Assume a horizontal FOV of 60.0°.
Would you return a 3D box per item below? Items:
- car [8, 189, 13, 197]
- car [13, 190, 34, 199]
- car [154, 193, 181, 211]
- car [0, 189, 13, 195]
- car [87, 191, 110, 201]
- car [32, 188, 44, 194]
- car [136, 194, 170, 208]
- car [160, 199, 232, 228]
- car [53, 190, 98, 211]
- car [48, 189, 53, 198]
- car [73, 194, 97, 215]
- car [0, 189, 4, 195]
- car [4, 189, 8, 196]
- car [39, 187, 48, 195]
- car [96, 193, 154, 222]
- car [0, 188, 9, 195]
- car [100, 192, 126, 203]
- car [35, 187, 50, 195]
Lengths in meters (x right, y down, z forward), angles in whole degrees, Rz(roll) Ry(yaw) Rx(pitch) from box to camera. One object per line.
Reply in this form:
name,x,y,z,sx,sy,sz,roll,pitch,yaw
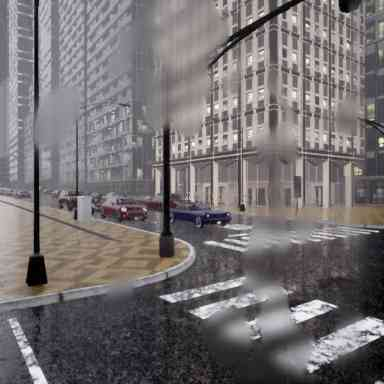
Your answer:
car,-30.529,0.321,58.515,2.008,1.369,4.403,1,0,-36
car,-27.287,0.422,53.981,1.887,1.381,4.507,1,0,-36
car,-2.552,0.883,29.323,2.097,1.767,4.553,0,1,-36
car,-40.258,0.015,72.117,1.947,1.339,4.313,1,0,-36
car,-14.026,0.643,49.845,1.947,1.339,4.313,1,0,-36
car,-39.976,-0.213,86.130,1.947,1.339,4.313,1,0,-36
car,-4.295,0.982,36.237,1.802,1.307,4.206,1,0,-36
car,0.218,1.315,19.931,1.895,1.301,4.718,0,1,-35
car,-11.068,0.729,31.311,2.192,1.841,5.009,1,0,-36
car,-23.107,0.329,58.067,1.882,1.535,5.008,0,1,-36
car,-7.833,1.103,26.778,1.802,1.307,4.206,1,0,-36
car,-37.015,0.107,67.583,2.008,1.369,4.403,1,0,-36
car,-33.772,0.208,63.049,1.887,1.381,4.507,1,0,-36
car,-33.488,-0.020,77.058,1.887,1.381,4.507,1,0,-36
car,-4.586,1.068,22.243,1.967,1.590,4.097,1,0,-36
car,-43.500,-0.113,76.651,1.887,1.381,4.507,1,0,-36
car,-10.880,0.707,45.447,1.752,1.417,4.829,1,0,-36
car,-36.726,-0.357,81.593,2.192,1.841,5.009,1,0,-36
